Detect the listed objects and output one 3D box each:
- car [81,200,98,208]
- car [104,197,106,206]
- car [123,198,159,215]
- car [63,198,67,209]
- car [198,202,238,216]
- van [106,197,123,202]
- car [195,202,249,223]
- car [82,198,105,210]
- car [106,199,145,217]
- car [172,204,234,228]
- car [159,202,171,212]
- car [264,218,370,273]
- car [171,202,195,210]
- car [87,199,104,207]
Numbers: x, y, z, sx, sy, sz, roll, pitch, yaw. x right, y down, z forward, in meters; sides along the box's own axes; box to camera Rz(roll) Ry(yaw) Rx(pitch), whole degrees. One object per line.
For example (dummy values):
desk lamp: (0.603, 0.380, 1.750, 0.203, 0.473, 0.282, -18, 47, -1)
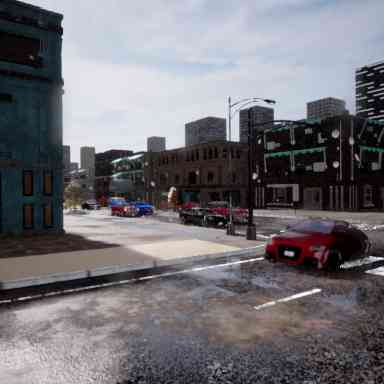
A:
car: (-19.500, 2.194, 63.230, 1.812, 1.442, 4.674, -1, 0, -35)
car: (-16.449, 1.940, 63.368, 2.192, 1.841, 5.009, -1, 0, -35)
car: (-6.237, 1.879, 39.035, 1.882, 1.535, 5.008, -1, 0, -35)
car: (-23.174, 2.233, 58.374, 1.752, 1.417, 4.829, -1, 0, -35)
car: (2.796, 1.809, 36.298, 2.008, 1.369, 4.403, -2, 0, -35)
van: (-13.241, 1.907, 58.857, 1.690, 1.788, 3.998, -1, 0, -35)
car: (2.683, 1.578, 26.478, 2.097, 1.767, 4.553, -1, 0, -35)
car: (-16.216, 2.085, 53.230, 2.128, 1.511, 4.902, -1, 0, -35)
car: (-7.243, 1.846, 35.953, 1.967, 1.590, 4.097, -1, 0, -35)
car: (0.700, 1.814, 24.573, 1.947, 1.339, 4.313, -1, 0, -35)
car: (-3.615, 1.966, 45.322, 1.802, 1.307, 4.206, -2, 0, -35)
car: (4.178, 1.563, 10.832, 4.181, 1.385, 1.994, 0, 0, -45)
car: (-0.410, 1.904, 40.811, 1.802, 1.307, 4.206, -2, 0, -35)
car: (-19.650, 2.227, 67.880, 1.887, 1.381, 4.507, -1, 0, -35)
